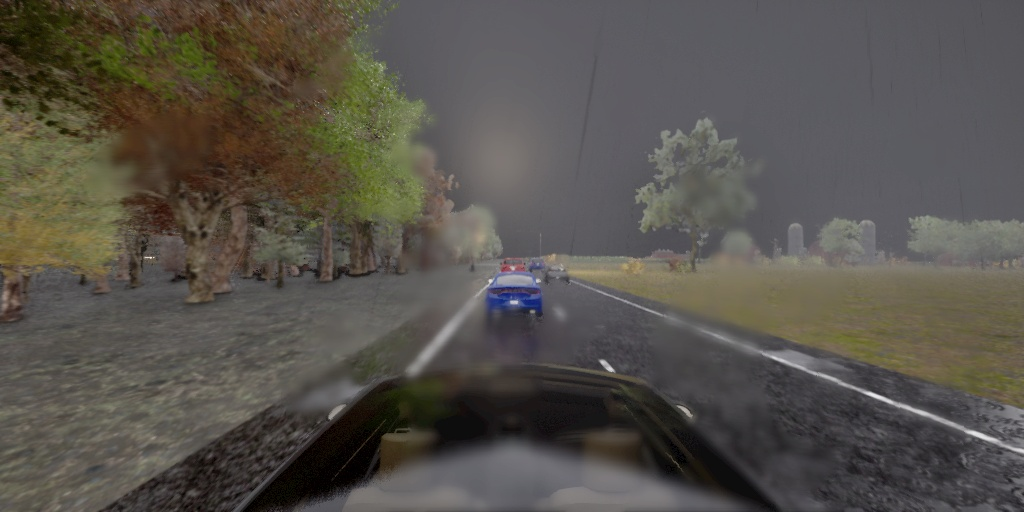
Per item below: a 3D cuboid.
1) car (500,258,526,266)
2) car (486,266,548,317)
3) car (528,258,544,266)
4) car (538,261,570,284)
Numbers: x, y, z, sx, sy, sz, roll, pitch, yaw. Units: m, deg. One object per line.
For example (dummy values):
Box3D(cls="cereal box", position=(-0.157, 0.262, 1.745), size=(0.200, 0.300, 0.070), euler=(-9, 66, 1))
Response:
Box3D(cls="car", position=(0.094, 1.192, 33.145), size=(2.150, 2.045, 5.566), euler=(0, 0, 0))
Box3D(cls="car", position=(0.098, 1.312, 13.624), size=(1.882, 1.535, 5.008), euler=(0, 0, 0))
Box3D(cls="car", position=(3.589, 1.317, 52.426), size=(2.150, 2.045, 5.566), euler=(0, 0, 0))
Box3D(cls="car", position=(3.562, 1.438, 29.602), size=(2.128, 1.511, 4.902), euler=(0, 0, 0))
